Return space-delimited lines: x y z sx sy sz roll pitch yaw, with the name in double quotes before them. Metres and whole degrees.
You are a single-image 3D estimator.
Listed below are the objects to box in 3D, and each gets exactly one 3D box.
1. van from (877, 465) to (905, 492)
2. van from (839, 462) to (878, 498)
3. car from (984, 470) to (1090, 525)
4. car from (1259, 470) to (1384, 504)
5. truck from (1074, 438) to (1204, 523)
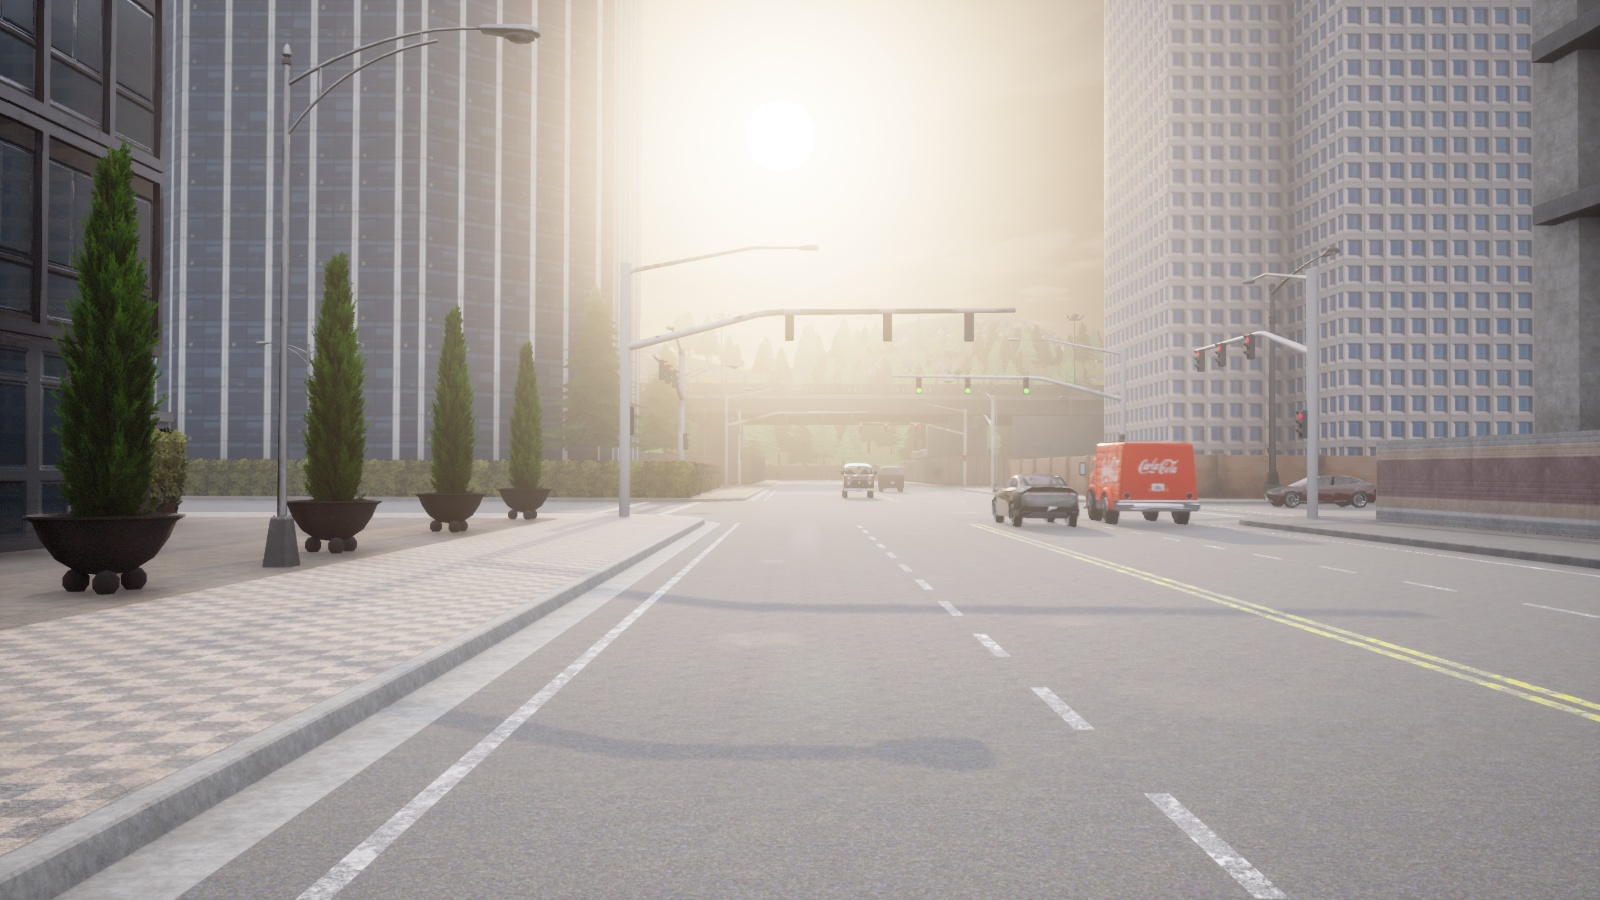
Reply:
"van" 6.849 2.127 94.728 1.775 1.987 4.442 0 -1 0
"van" 3.382 1.758 73.672 2.069 2.038 4.480 0 -1 0
"car" 6.903 1.365 37.129 2.128 1.511 4.902 0 -1 -1
"car" 23.678 1.676 57.119 4.792 1.488 2.163 0 -1 0
"truck" 10.437 0.940 39.182 2.627 2.467 5.204 0 -1 0
